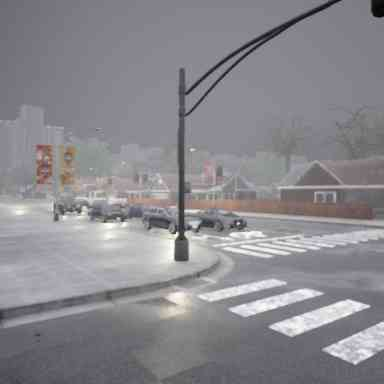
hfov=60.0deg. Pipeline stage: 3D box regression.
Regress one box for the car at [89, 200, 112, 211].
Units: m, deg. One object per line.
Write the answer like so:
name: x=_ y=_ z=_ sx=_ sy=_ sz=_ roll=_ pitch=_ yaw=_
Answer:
car: x=-13.448 y=1.902 z=48.706 sx=1.812 sy=1.442 sz=4.674 roll=0 pitch=-1 yaw=-35

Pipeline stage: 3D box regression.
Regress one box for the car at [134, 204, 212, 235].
car: x=-1.300 y=1.650 z=20.147 sx=2.128 sy=1.511 sz=4.902 roll=0 pitch=-1 yaw=-37

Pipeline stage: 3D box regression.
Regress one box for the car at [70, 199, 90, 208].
car: x=-19.165 y=1.936 z=56.695 sx=1.837 sy=1.490 sz=4.892 roll=0 pitch=-1 yaw=-35

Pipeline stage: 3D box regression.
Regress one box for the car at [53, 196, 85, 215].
car: x=-14.641 y=1.521 z=38.967 sx=2.150 sy=2.045 sz=5.566 roll=0 pitch=-1 yaw=-35

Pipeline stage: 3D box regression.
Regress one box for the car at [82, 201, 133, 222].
car: x=-7.434 y=1.772 z=28.793 sx=2.033 sy=1.411 sz=5.357 roll=0 pitch=-1 yaw=-36

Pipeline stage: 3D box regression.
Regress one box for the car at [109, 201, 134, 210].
car: x=-10.745 y=1.994 z=50.494 sx=1.895 sy=1.301 sz=4.718 roll=0 pitch=-1 yaw=-35

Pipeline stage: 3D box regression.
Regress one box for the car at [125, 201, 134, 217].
car: x=-4.314 y=1.784 z=30.016 sx=2.033 sy=1.411 sz=5.357 roll=0 pitch=-1 yaw=-36

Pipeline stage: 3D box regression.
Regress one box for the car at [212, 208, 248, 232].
car: x=1.634 y=1.737 z=21.647 sx=1.994 sy=1.385 sz=4.181 roll=0 pitch=-1 yaw=-36

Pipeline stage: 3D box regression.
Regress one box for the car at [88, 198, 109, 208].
car: x=-16.516 y=1.926 z=58.578 sx=1.882 sy=1.535 sz=5.008 roll=0 pitch=-1 yaw=-35

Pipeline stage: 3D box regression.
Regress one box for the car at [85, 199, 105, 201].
car: x=-10.646 y=1.809 z=38.950 sx=1.837 sy=1.490 sz=4.892 roll=0 pitch=-1 yaw=-35
